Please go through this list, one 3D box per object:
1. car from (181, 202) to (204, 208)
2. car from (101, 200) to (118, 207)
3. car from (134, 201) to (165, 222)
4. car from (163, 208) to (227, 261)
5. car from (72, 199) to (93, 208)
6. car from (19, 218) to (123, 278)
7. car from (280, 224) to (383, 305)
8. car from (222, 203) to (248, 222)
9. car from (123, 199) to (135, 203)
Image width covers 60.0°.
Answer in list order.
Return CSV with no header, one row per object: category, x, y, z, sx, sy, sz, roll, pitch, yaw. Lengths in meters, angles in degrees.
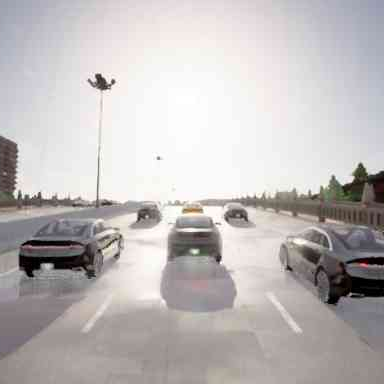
car,0.059,1.620,29.062,1.882,1.535,5.008,0,0,0
car,-14.130,1.941,57.092,1.895,1.301,4.718,0,-2,0
car,-3.441,1.644,27.899,1.837,1.490,4.892,0,0,0
car,0.082,1.574,12.625,1.837,1.490,4.892,0,0,0
car,-17.642,1.817,53.752,2.033,1.411,5.357,0,-1,0
car,-3.419,1.550,10.283,2.128,1.511,4.902,0,0,0
car,3.584,1.540,8.196,2.128,1.511,4.902,0,0,0
car,3.560,1.663,28.067,1.812,1.442,4.674,0,0,0
car,-10.636,1.915,57.535,1.994,1.385,4.181,0,-2,0
